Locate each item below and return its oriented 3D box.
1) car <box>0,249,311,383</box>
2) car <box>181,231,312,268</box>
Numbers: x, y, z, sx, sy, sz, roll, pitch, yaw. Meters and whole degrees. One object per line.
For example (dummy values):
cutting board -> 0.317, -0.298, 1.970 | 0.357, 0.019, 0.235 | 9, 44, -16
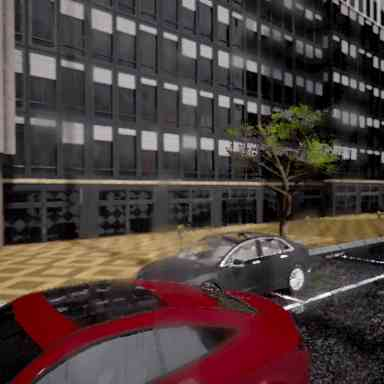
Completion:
car -> -0.970, 1.544, 2.543 | 4.674, 1.442, 1.812 | 0, 0, -37
car -> 0.851, 1.594, 7.293 | 4.403, 1.369, 2.008 | 0, -1, -37
